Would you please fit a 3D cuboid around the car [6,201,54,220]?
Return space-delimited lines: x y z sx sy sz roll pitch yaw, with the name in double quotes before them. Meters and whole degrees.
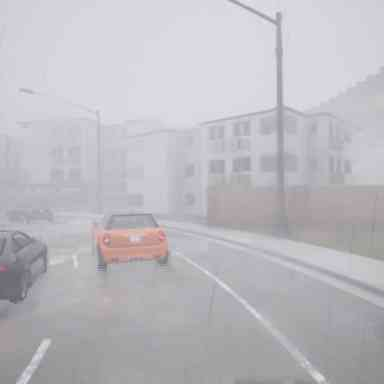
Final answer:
"car" -13.025 1.535 26.611 4.553 1.767 2.097 -1 0 41

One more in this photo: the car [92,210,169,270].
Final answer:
"car" -2.314 1.391 11.546 2.097 1.767 4.553 -1 0 -19

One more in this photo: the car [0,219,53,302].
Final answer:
"car" -4.816 1.630 8.140 1.994 1.385 4.181 -1 0 -15
